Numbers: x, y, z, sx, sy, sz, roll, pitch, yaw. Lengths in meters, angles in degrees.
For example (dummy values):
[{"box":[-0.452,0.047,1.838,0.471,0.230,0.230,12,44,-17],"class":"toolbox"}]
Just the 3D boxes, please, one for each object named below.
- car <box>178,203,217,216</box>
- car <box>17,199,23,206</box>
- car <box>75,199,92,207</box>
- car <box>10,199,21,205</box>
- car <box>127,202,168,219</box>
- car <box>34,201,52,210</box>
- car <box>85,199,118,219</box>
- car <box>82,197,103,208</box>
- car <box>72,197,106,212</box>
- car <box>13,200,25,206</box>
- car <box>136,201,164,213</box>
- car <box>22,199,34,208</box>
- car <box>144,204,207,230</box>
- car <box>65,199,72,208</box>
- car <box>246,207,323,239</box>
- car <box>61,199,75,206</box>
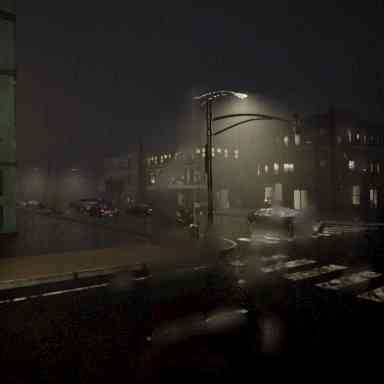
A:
[{"box":[0.813,1.810,34.955,2.008,1.369,4.403,-2,0,-36],"class":"car"},{"box":[-38.194,2.380,75.109,1.967,1.590,4.097,-1,0,-36],"class":"car"},{"box":[-21.719,2.228,66.475,1.887,1.381,4.507,-1,0,-36],"class":"car"},{"box":[-44.629,2.598,84.115,1.887,1.381,4.507,-1,0,-36],"class":"car"},{"box":[-4.628,1.933,32.630,1.895,1.301,4.718,-1,0,-36],"class":"car"},{"box":[-25.218,2.233,56.959,1.752,1.417,4.829,-1,0,-36],"class":"car"},{"box":[-9.224,1.847,34.583,1.967,1.590,4.097,-1,0,-36],"class":"car"},{"box":[-18.505,1.940,61.972,2.192,1.841,5.009,-1,0,-36],"class":"car"},{"box":[-14.379,1.743,46.321,2.150,2.045,5.566,-1,0,-35],"class":"car"},{"box":[-41.411,2.548,79.613,2.008,1.369,4.403,-1,0,-36],"class":"car"},{"box":[-5.623,1.966,43.961,1.802,1.307,4.206,-2,0,-36],"class":"car"},{"box":[-31.754,2.376,66.104,2.008,1.369,4.403,-1,0,-36],"class":"car"},{"box":[-1.250,1.815,23.224,1.947,1.339,4.313,-2,0,-36],"class":"car"},{"box":[-21.440,2.230,61.646,1.994,1.385,4.181,-1,0,-36],"class":"car"},{"box":[4.915,1.606,18.288,2.128,1.511,4.902,0,-2,-26],"class":"car"},{"box":[-28.156,2.364,75.482,1.947,1.339,4.313,-1,0,-36],"class":"car"}]
